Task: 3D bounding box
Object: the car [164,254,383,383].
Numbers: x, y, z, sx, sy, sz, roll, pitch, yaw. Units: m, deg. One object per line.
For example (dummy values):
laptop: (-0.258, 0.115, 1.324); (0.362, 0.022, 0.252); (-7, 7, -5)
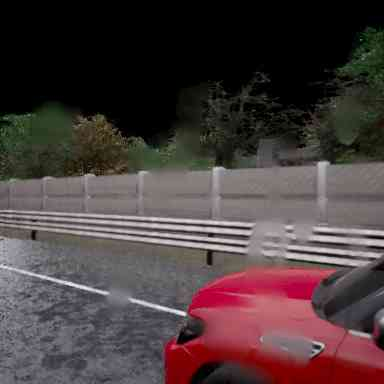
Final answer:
car: (2.396, 1.223, 2.283); (5.566, 2.045, 2.150); (0, 0, 35)
